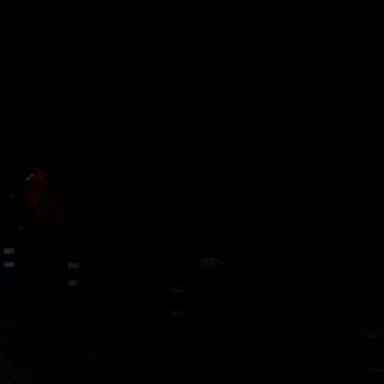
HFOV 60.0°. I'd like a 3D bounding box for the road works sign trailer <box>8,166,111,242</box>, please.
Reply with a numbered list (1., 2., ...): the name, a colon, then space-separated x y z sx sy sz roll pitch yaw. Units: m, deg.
1. road works sign trailer: -4.909 0.813 12.148 3.560 2.880 2.380 3 -41 36
